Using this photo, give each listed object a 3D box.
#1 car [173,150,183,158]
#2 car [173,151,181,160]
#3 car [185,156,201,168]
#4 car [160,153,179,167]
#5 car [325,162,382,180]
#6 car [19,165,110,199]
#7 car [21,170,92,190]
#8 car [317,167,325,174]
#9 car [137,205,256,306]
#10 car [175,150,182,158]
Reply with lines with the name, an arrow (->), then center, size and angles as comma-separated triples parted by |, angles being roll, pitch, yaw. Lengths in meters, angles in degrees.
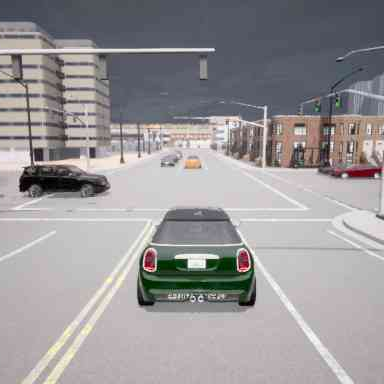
car -> -3.331, -8.934, 77.540 | 2.097, 1.767, 4.553 | 0, 8, 0
car -> -3.453, -5.923, 58.195 | 1.882, 1.535, 5.008 | 0, 9, 0
car -> 0.161, -4.355, 46.829 | 2.097, 1.767, 4.553 | 0, 8, 1
car -> -3.506, -4.515, 48.858 | 2.128, 1.511, 4.902 | 0, 8, 1
car -> 16.052, -2.062, 32.279 | 5.008, 1.535, 1.882 | 0, 8, 0
car -> -8.310, -0.744, 21.791 | 5.566, 2.045, 2.150 | 0, 8, 0
car -> -10.383, -0.958, 25.780 | 4.718, 1.301, 1.895 | -1, 9, -7
car -> 16.399, -2.510, 35.757 | 5.357, 1.411, 2.033 | 0, 8, 0
car -> 0.092, 1.075, 7.660 | 2.097, 1.767, 4.553 | 0, 4, 0
car -> -3.364, -7.262, 67.490 | 1.812, 1.442, 4.674 | 0, 8, 1
